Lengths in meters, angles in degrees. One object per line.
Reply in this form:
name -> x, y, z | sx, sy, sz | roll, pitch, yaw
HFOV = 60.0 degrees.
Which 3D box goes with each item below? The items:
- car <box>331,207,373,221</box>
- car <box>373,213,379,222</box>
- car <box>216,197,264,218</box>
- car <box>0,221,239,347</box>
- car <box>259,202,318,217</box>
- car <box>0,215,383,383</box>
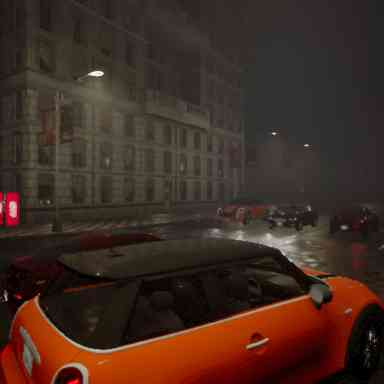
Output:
car -> 8.732, 1.517, 17.850 | 1.812, 1.442, 4.674 | 0, 0, 38
car -> 8.112, 1.487, 11.553 | 2.128, 1.511, 4.902 | 0, 0, 40
car -> 3.507, 1.146, 22.528 | 2.097, 1.767, 4.553 | 0, 0, 36
car -> -1.294, 1.520, 6.985 | 4.674, 1.442, 1.812 | 0, 0, -39
car -> 6.313, 1.492, 20.437 | 2.128, 1.511, 4.902 | 0, 0, 36
car -> 0.386, 1.349, 3.932 | 4.553, 1.767, 2.097 | 0, 0, -37
